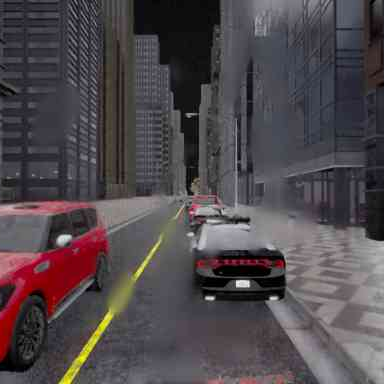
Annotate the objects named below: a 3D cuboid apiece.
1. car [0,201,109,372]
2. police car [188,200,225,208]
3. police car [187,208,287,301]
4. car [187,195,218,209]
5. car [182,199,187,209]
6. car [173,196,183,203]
[{"bbox_3d":[-3.095,1.227,6.015,2.150,2.045,5.566,0,0,0],"label":"car"},{"bbox_3d":[0.919,1.452,18.508,1.930,1.638,5.238,0,0,0],"label":"police car"},{"bbox_3d":[0.908,1.434,8.506,1.930,1.638,5.238,0,0,0],"label":"police car"},{"bbox_3d":[0.927,1.265,24.430,2.150,2.045,5.566,0,0,0],"label":"car"},{"bbox_3d":[0.077,1.643,46.877,2.033,1.411,5.357,0,0,1],"label":"car"},{"bbox_3d":[-2.920,1.657,71.350,1.837,1.490,4.892,0,0,0],"label":"car"}]
